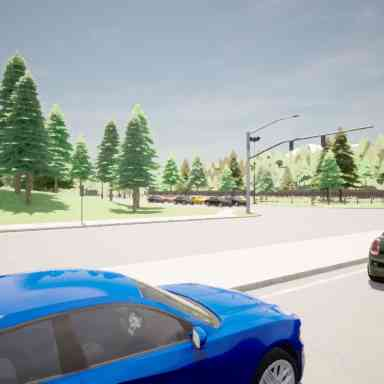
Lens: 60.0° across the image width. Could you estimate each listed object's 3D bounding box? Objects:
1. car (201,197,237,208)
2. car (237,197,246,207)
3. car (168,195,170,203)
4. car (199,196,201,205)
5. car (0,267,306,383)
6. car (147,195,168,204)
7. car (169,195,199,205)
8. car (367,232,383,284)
[{"bbox_3d":[3.962,1.478,49.893,1.882,1.535,5.008,0,0,-35],"label":"car"},{"bbox_3d":[6.581,1.478,52.258,1.882,1.535,5.008,0,0,-35],"label":"car"},{"bbox_3d":[-4.636,1.352,68.443,2.097,1.767,4.553,0,0,-35],"label":"car"},{"bbox_3d":[1.107,1.478,60.113,1.882,1.535,5.008,0,0,-35],"label":"car"},{"bbox_3d":[-1.032,1.478,3.012,5.008,1.535,1.882,0,0,-35],"label":"car"},{"bbox_3d":[-7.242,1.505,66.020,1.837,1.490,4.892,0,0,-35],"label":"car"},{"bbox_3d":[-1.416,1.505,57.599,1.837,1.490,4.892,0,0,-35],"label":"car"},{"bbox_3d":[6.463,1.352,8.386,4.553,1.767,2.097,0,0,-35],"label":"car"}]
